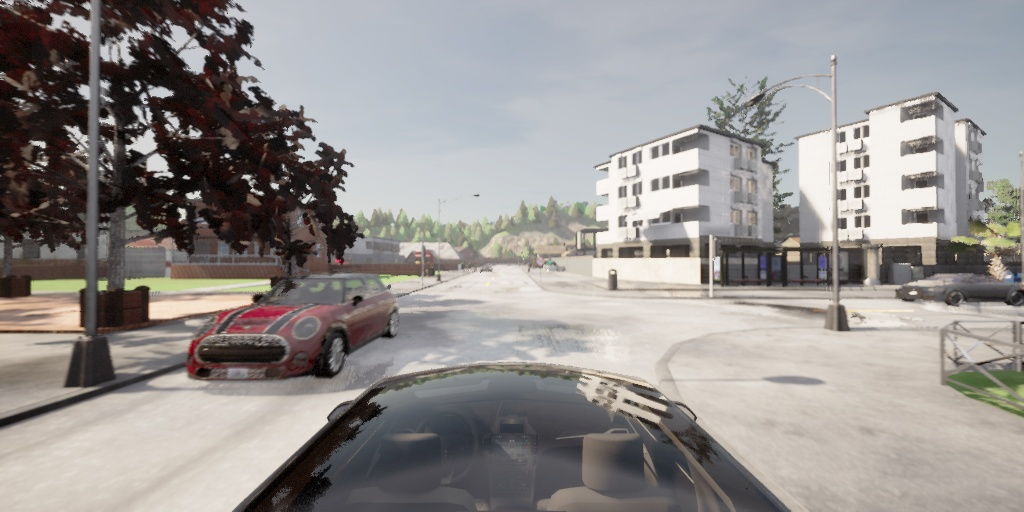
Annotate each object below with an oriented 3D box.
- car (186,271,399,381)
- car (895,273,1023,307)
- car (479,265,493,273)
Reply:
[{"bbox_3d":[-3.999,1.148,7.480,2.097,1.767,4.553,0,-1,0],"label":"car"},{"bbox_3d":[20.189,1.493,16.259,4.181,1.385,1.994,0,-1,0],"label":"car"},{"bbox_3d":[-3.989,2.021,55.630,1.895,1.301,4.718,0,-1,0],"label":"car"}]
